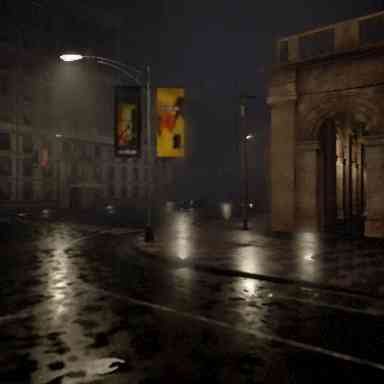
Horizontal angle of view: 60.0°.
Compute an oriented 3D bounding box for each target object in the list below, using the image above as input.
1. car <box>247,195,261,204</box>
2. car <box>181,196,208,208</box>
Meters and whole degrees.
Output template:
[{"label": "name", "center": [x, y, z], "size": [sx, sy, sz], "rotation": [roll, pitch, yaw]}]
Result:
[{"label": "car", "center": [11.434, 1.399, 63.300], "size": [2.097, 1.767, 4.553], "rotation": [0, 0, 36]}, {"label": "car", "center": [0.383, 1.358, 48.157], "size": [2.097, 1.767, 4.553], "rotation": [0, 0, 36]}]
